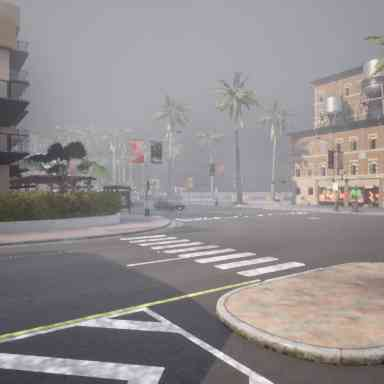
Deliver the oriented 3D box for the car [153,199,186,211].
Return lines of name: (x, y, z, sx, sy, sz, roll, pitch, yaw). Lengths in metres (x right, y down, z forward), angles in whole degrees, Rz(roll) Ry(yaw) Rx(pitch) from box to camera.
car: (-2.944, 1.547, 41.294, 2.033, 1.411, 5.357, 0, 0, -35)

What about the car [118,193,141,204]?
car: (-12.685, 1.221, 67.362, 2.150, 2.045, 5.566, 0, 0, -38)

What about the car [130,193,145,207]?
car: (-8.819, 1.352, 49.668, 2.097, 1.767, 4.553, 0, 0, -35)
